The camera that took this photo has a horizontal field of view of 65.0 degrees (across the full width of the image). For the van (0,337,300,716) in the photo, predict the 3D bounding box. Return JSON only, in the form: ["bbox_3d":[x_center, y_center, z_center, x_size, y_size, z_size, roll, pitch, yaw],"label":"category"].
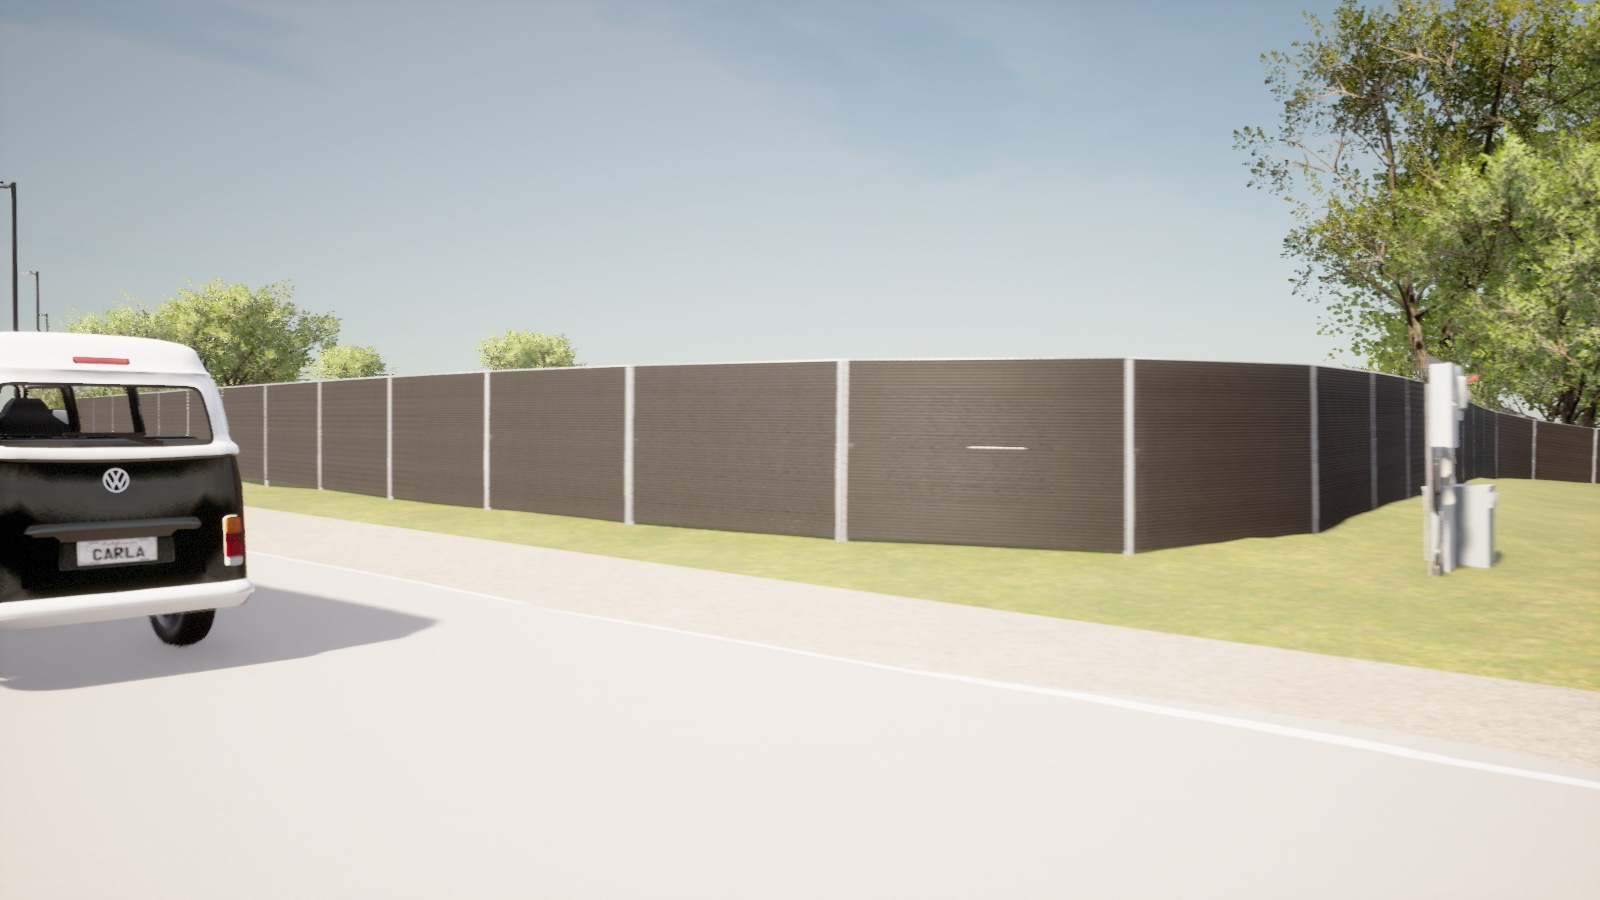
[{"bbox_3d":[-5.588,0.370,8.682,4.480,2.038,2.069,1,2,41],"label":"van"}]
